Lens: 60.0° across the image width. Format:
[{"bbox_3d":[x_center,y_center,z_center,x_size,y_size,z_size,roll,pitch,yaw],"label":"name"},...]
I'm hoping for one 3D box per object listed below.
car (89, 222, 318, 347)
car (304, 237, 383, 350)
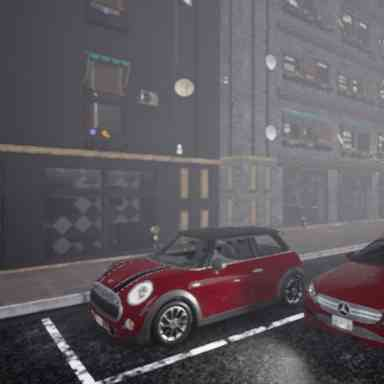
[{"bbox_3d":[0.216,1.430,6.235,4.097,1.590,1.967,0,0,-35],"label":"car"},{"bbox_3d":[3.943,1.516,5.847,4.674,1.442,1.812,0,0,-35],"label":"car"}]
